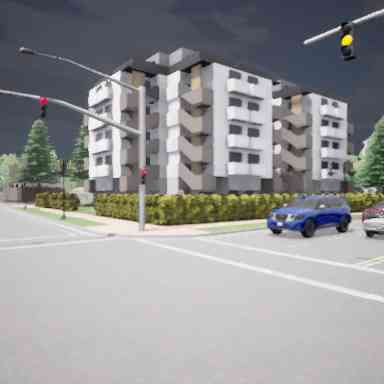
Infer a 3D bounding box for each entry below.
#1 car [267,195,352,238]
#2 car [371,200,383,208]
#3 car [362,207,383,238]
[{"bbox_3d":[6.481,1.219,17.998,5.566,2.045,2.150,0,0,-38],"label":"car"},{"bbox_3d":[14.121,1.341,23.641,4.553,1.767,2.097,0,0,-34],"label":"car"},{"bbox_3d":[10.523,1.593,16.734,4.718,1.301,1.895,0,0,-38],"label":"car"}]
